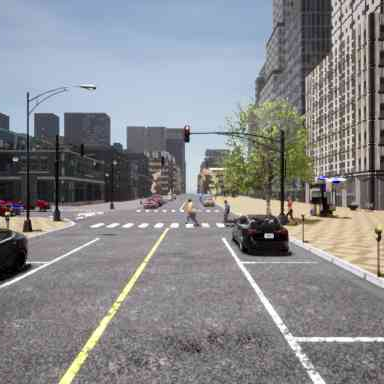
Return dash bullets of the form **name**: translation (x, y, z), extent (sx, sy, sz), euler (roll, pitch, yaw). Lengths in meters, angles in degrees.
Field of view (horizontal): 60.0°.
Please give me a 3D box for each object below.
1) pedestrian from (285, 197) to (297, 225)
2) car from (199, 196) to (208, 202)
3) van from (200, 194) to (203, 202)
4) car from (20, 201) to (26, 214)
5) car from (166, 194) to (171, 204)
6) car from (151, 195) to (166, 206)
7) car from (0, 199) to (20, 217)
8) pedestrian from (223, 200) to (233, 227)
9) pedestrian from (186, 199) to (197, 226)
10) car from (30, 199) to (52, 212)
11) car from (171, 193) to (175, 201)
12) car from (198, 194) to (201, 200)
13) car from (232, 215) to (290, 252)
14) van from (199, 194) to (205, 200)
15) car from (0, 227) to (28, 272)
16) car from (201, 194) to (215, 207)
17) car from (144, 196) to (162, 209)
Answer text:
- **pedestrian**: translation (6.103, 1.143, 20.648), extent (0.375, 1.860, 0.375), euler (0, 0, 0)
- **car**: translation (2.720, 1.573, 79.474), extent (1.947, 1.339, 4.313), euler (0, 0, 0)
- **van**: translation (2.714, 1.345, 57.270), extent (1.690, 1.788, 3.998), euler (0, 0, 0)
- **car**: translation (-17.363, 1.322, 29.371), extent (4.674, 1.442, 1.812), euler (1, 0, -2)
- **car**: translation (-5.666, 1.555, 62.822), extent (2.008, 1.369, 4.403), euler (0, 0, 0)
- **car**: translation (-5.669, 1.318, 51.719), extent (2.192, 1.841, 5.009), euler (0, 0, 0)
- **car**: translation (-17.139, 1.101, 26.800), extent (5.009, 1.841, 2.192), euler (1, -1, -1)
- **pedestrian**: translation (2.237, 1.295, 21.345), extent (0.375, 1.860, 0.375), euler (0, 0, 0)
- **pedestrian**: translation (-0.025, 1.295, 21.860), extent (0.375, 1.860, 0.375), euler (0, 0, 0)
- **car**: translation (-17.257, 1.372, 35.175), extent (4.507, 1.381, 1.887), euler (1, -1, -1)
- **car**: translation (-5.661, 1.532, 79.304), extent (1.752, 1.417, 4.829), euler (0, 0, 0)
- **car**: translation (2.716, 1.556, 68.372), extent (2.008, 1.369, 4.403), euler (0, 0, 0)
- **car**: translation (2.698, 1.567, 13.690), extent (1.947, 1.339, 4.313), euler (0, 0, 0)
- **van**: translation (2.725, 1.349, 90.576), extent (1.690, 1.788, 3.998), euler (0, 0, 0)
- **car**: translation (-5.684, 1.566, 8.153), extent (1.947, 1.339, 4.313), euler (0, 0, 0)
- **car**: translation (2.711, 1.529, 51.889), extent (1.752, 1.417, 4.829), euler (0, 0, 0)
- **car**: translation (-5.672, 1.585, 46.168), extent (1.802, 1.307, 4.206), euler (0, 0, 0)
